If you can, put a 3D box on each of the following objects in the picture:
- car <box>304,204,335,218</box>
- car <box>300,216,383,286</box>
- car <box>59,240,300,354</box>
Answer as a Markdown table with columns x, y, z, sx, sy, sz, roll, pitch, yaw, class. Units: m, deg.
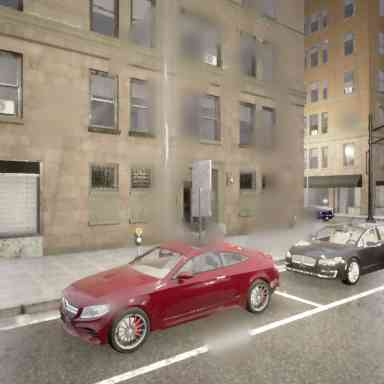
| x | y | z | sx | sy | sz | roll | pitch | yaw | class |
| --- | --- | --- | --- | --- | --- | --- | --- | --- | --- |
| 8.246 | 1.516 | 25.155 | 1.895 | 1.301 | 4.718 | 0 | 0 | -35 | car |
| 4.462 | 1.550 | 9.343 | 4.403 | 1.369 | 2.008 | 0 | 0 | -35 | car |
| -0.172 | 1.582 | 6.055 | 4.206 | 1.307 | 1.802 | 0 | 0 | -35 | car |
